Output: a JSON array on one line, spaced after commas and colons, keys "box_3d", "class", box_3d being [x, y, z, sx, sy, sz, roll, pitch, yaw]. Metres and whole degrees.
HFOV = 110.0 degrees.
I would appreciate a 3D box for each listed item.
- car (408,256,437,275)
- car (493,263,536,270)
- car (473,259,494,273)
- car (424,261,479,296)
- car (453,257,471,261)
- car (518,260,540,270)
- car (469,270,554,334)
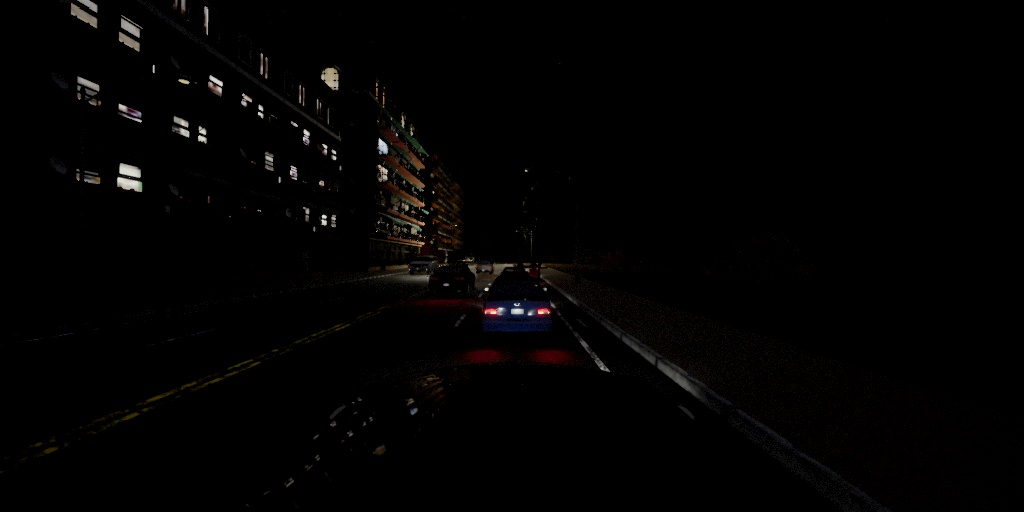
[{"box_3d": [-9.779, 0.975, 39.862, 2.150, 2.045, 5.566, 0, 0, 0], "class": "car"}, {"box_3d": [0.129, 1.317, 20.922, 1.994, 1.385, 4.181, 0, 0, 1], "class": "car"}, {"box_3d": [-3.078, 1.279, 40.922, 1.812, 1.442, 4.674, 0, 0, 0], "class": "car"}, {"box_3d": [-3.118, 1.230, 19.467, 1.882, 1.535, 5.008, 0, 0, 0], "class": "car"}, {"box_3d": [-6.523, 1.245, 42.932, 2.128, 1.511, 4.902, 0, 0, 0], "class": "car"}, {"box_3d": [1.190, 1.105, 29.857, 2.097, 1.767, 4.553, 0, 0, 0], "class": "car"}, {"box_3d": [0.118, 1.299, 10.589, 2.033, 1.411, 5.357, 0, 0, 0], "class": "car"}]
